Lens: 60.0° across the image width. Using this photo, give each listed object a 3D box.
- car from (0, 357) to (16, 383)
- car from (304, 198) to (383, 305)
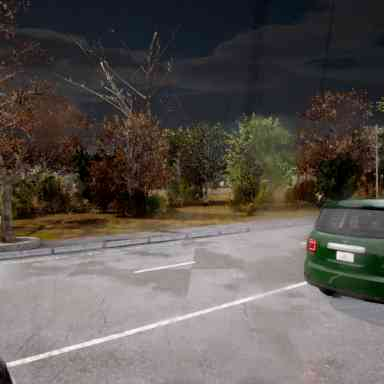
[{"bbox_3d":[-3.407,1.484,1.318,4.902,1.511,2.128,1,0,-35],"label":"car"},{"bbox_3d":[4.752,1.135,7.126,5.566,2.045,2.150,-1,1,-35],"label":"car"}]
